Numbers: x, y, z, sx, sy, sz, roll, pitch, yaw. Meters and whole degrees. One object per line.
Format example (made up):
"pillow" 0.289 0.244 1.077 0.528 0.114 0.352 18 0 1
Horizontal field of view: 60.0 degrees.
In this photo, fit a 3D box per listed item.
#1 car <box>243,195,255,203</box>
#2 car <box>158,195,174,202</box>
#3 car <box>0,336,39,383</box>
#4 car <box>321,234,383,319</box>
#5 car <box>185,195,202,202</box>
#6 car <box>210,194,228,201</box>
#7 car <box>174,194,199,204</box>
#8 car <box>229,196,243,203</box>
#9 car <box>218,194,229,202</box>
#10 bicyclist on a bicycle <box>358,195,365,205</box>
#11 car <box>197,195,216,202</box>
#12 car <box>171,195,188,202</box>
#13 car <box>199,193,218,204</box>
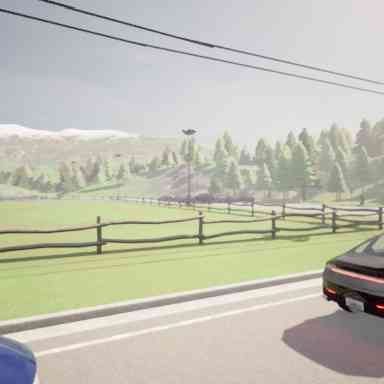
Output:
"car" 11.304 1.481 70.640 1.837 1.490 4.892 0 0 -28
"car" -5.893 1.437 73.041 1.837 1.490 4.892 0 0 -28
"car" -3.389 1.527 1.811 4.674 1.442 1.812 0 0 -29
"car" 4.605 1.488 6.210 4.902 1.511 2.128 0 0 -28
"car" 0.269 1.409 76.361 1.882 1.535 5.008 0 0 -28
"car" 6.446 1.281 79.655 2.097 1.767 4.553 0 0 -28
"car" -1.076 1.340 64.103 2.097 1.767 4.553 0 0 -28
"car" 8.030 1.536 69.339 1.994 1.385 4.181 0 0 -28
"car" 4.935 1.549 67.705 1.994 1.385 4.181 0 0 -28
"bicyclist on a bicycle" 26.250 1.281 51.477 1.656 1.620 0.582 0 0 -28
"car" 3.351 1.452 78.021 2.128 1.511 4.902 0 0 -28
"car" -2.812 1.460 74.702 1.812 1.442 4.674 0 0 -28
"car" 2.278 1.208 65.256 2.150 2.045 5.566 0 0 -28
